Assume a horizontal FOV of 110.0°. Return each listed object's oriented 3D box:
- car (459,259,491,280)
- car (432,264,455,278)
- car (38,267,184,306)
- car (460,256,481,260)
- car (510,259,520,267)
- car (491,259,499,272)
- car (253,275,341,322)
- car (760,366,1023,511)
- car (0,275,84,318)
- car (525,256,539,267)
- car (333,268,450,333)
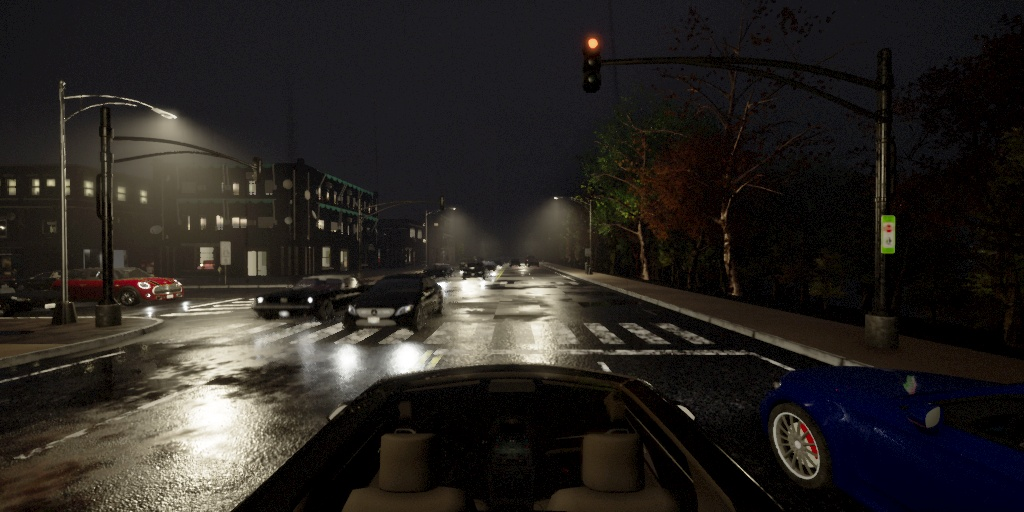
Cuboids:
[{"bbox_3d":[-3.127,1.246,31.063,1.837,1.490,4.892,0,0,0],"label":"car"},{"bbox_3d":[-6.372,1.342,31.676,1.895,1.301,4.718,0,0,0],"label":"car"},{"bbox_3d":[-17.994,1.302,16.484,4.553,1.767,2.097,-1,1,0],"label":"car"},{"bbox_3d":[-6.212,0.954,51.650,2.150,2.045,5.566,0,0,1],"label":"car"},{"bbox_3d":[0.585,1.230,64.812,1.837,1.490,4.892,0,0,0],"label":"car"},{"bbox_3d":[-3.011,1.335,45.831,1.895,1.301,4.718,0,0,0],"label":"car"},{"bbox_3d":[-6.520,1.349,12.477,1.895,1.301,4.718,0,0,0],"label":"car"},{"bbox_3d":[3.355,1.276,1.587,1.812,1.442,4.674,0,0,1],"label":"car"},{"bbox_3d":[-19.858,1.565,13.767,4.313,1.339,1.948,0,0,1],"label":"car"},{"bbox_3d":[3.835,1.203,64.653,1.882,1.535,5.008,0,0,1],"label":"car"},{"bbox_3d":[-3.283,1.274,10.881,1.812,1.442,4.674,0,0,0],"label":"car"}]
